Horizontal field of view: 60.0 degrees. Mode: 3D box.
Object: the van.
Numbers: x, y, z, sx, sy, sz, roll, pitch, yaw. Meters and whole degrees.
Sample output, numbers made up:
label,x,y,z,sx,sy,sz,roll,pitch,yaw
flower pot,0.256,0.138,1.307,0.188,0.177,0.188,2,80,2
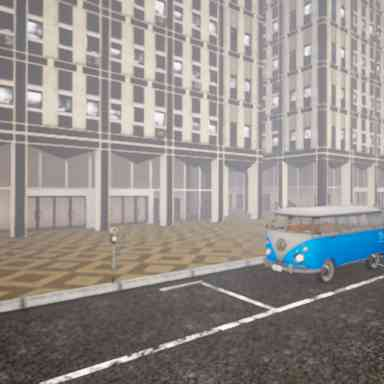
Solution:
label,x,y,z,sx,sy,sz,roll,pitch,yaw
van,3.766,1.298,9.236,3.998,1.788,1.690,0,1,-35
